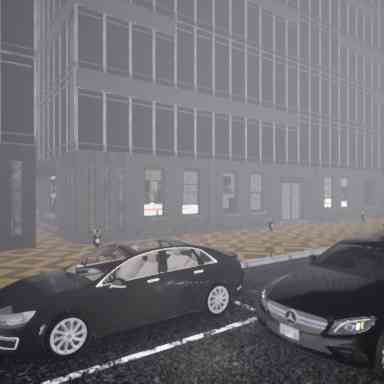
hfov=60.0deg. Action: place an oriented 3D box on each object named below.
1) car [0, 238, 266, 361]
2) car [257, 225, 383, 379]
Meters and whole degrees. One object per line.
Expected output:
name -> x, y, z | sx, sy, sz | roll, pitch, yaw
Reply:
car -> -1.016, 1.550, 5.830 | 4.403, 1.369, 2.008 | 0, 0, -35
car -> 3.141, 1.525, 5.602 | 4.674, 1.442, 1.812 | 0, 0, -35
